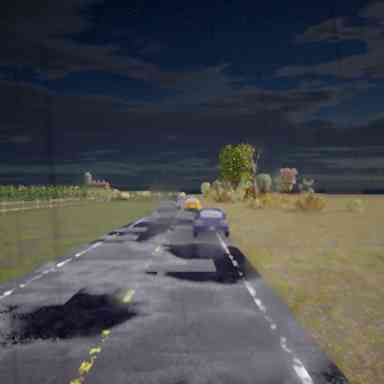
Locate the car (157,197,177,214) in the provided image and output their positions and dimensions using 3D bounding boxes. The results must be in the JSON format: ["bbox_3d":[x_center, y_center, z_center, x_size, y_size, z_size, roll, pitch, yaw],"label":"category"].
[{"bbox_3d":[-2.832,1.617,37.791,1.837,1.490,4.892,0,-1,0],"label":"car"}]

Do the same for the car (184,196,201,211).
[{"bbox_3d":[0.069,1.604,42.912,1.882,1.535,5.008,0,0,0],"label":"car"}]

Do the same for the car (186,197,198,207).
[{"bbox_3d":[0.010,1.639,54.663,1.882,1.535,5.008,0,0,0],"label":"car"}]

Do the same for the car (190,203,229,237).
[{"bbox_3d":[0.966,1.578,18.187,1.812,1.442,4.674,0,0,0],"label":"car"}]

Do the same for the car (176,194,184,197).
[{"bbox_3d":[-2.737,1.353,78.414,1.837,1.490,4.892,0,0,0],"label":"car"}]
